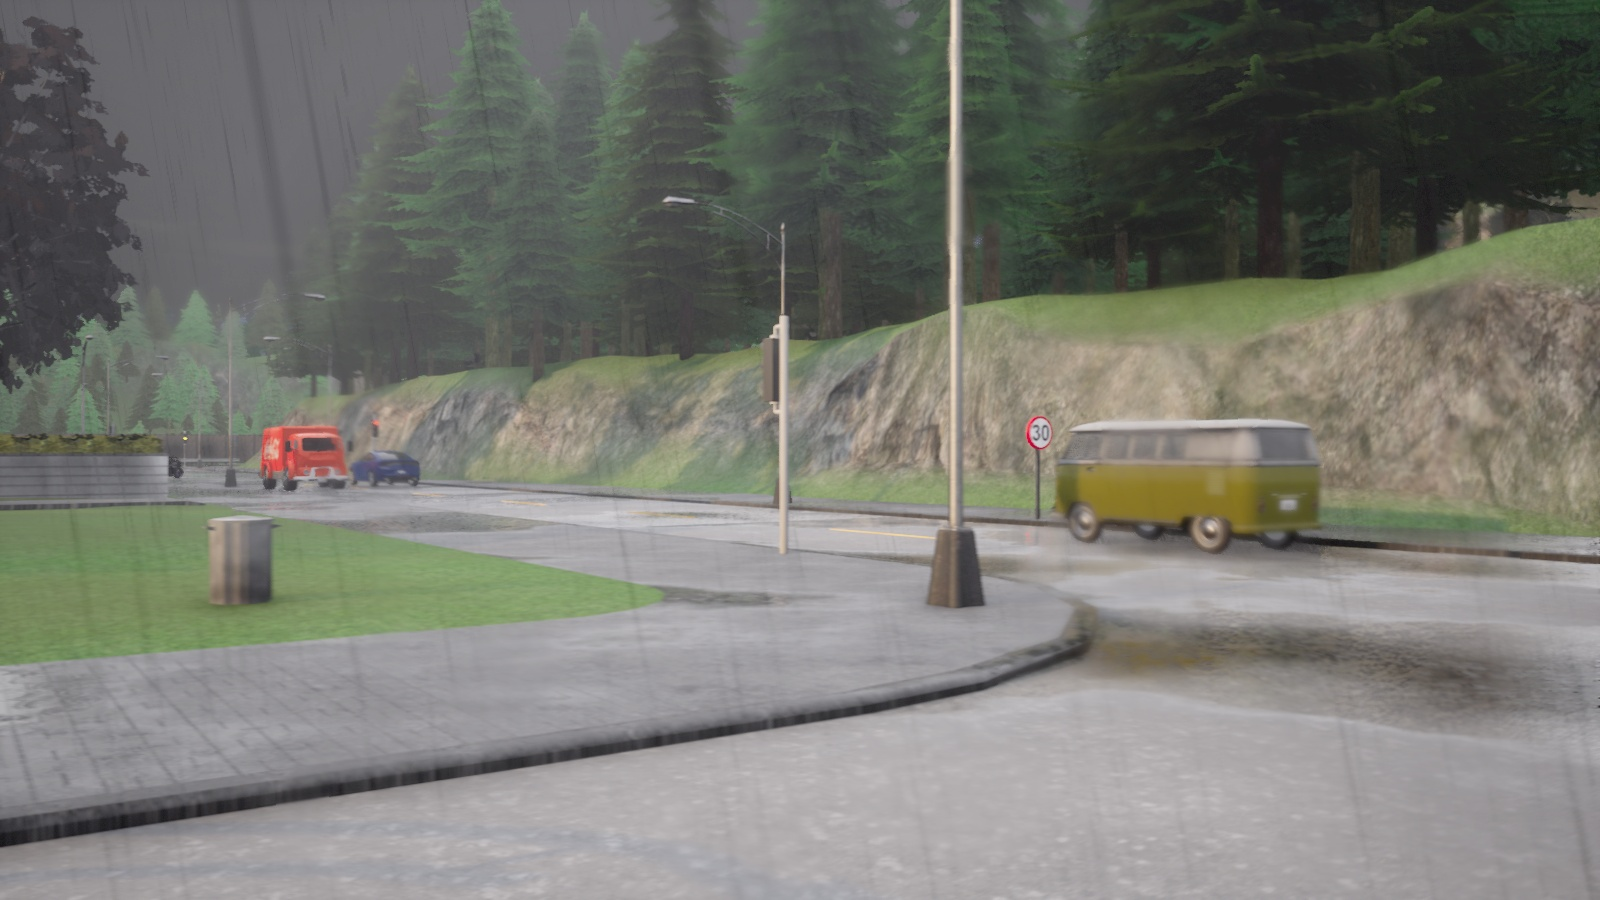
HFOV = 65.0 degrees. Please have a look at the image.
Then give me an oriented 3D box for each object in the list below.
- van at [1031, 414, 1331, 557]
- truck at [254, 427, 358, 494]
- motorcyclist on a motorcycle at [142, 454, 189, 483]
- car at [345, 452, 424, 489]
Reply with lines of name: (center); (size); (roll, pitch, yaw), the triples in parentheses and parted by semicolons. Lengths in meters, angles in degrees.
van: (5.825, 0.495, 19.753); (1.775, 1.987, 4.442); (0, 0, -32)
truck: (-19.335, 0.390, 49.014); (2.627, 2.467, 5.204); (0, 0, -35)
motorcyclist on a motorcycle: (-34.392, 0.993, 68.124); (0.866, 1.530, 2.191); (-1, -1, 26)
car: (-17.913, 0.853, 53.971); (1.882, 1.535, 5.008); (0, 0, -35)
